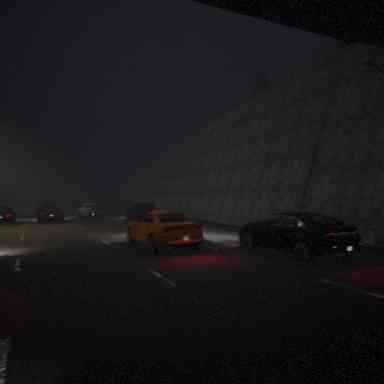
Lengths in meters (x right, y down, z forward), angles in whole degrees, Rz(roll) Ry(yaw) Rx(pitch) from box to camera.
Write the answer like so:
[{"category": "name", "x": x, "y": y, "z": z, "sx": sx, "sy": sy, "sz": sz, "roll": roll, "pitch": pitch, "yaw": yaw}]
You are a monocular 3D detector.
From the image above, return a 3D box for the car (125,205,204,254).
[{"category": "car", "x": -1.306, "y": 1.535, "z": 14.090, "sx": 1.882, "sy": 1.535, "sz": 5.008, "roll": -1, "pitch": 0, "yaw": -26}]

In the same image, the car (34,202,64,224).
[{"category": "car", "x": -11.683, "y": 1.804, "z": 27.375, "sx": 1.994, "sy": 1.385, "sz": 4.181, "roll": -1, "pitch": 0, "yaw": -26}]

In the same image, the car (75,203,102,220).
[{"category": "car", "x": -9.717, "y": 1.751, "z": 31.324, "sx": 1.812, "sy": 1.442, "sz": 4.674, "roll": -1, "pitch": 0, "yaw": -26}]

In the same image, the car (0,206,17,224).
[{"category": "car", "x": -15.272, "y": 1.836, "z": 26.744, "sx": 2.033, "sy": 1.411, "sz": 5.357, "roll": -1, "pitch": 0, "yaw": -26}]

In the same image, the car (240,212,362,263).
[{"category": "car", "x": 3.600, "y": 1.475, "z": 12.017, "sx": 2.128, "sy": 1.511, "sz": 4.902, "roll": -1, "pitch": 0, "yaw": -26}]

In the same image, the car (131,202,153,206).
[{"category": "car", "x": -4.318, "y": 1.647, "z": 28.241, "sx": 1.837, "sy": 1.490, "sz": 4.892, "roll": -1, "pitch": 0, "yaw": -26}]
